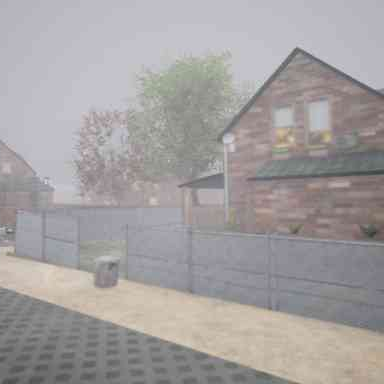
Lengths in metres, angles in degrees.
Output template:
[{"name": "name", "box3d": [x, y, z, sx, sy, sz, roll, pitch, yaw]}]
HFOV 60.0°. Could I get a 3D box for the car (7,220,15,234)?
[{"name": "car", "box3d": [-8.416, 1.912, 19.736, 1.812, 1.442, 4.674, -2, -2, 35]}]
